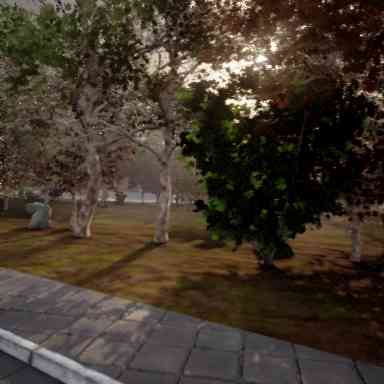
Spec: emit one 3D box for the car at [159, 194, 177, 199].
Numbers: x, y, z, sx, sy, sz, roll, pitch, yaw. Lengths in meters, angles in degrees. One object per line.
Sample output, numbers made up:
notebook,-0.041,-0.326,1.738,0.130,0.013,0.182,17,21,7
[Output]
car,-6.811,0.943,95.363,2.435,2.045,5.566,6,2,40
